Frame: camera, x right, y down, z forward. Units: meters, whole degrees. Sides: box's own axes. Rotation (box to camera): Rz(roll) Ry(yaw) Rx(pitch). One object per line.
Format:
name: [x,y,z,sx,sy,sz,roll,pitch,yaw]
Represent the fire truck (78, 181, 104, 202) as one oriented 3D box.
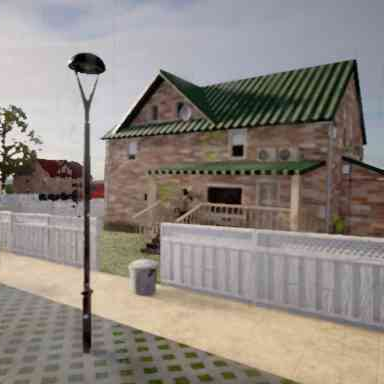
fire truck: [-15.981,0.083,57.720,2.891,3.827,8.468,2,1,19]
